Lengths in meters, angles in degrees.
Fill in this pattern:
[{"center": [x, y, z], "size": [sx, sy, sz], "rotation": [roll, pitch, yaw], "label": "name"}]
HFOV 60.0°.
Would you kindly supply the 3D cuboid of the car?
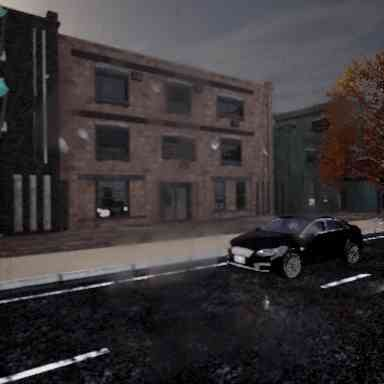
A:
[{"center": [3.212, 1.454, 9.972], "size": [4.902, 1.511, 2.128], "rotation": [0, 0, -36], "label": "car"}]
